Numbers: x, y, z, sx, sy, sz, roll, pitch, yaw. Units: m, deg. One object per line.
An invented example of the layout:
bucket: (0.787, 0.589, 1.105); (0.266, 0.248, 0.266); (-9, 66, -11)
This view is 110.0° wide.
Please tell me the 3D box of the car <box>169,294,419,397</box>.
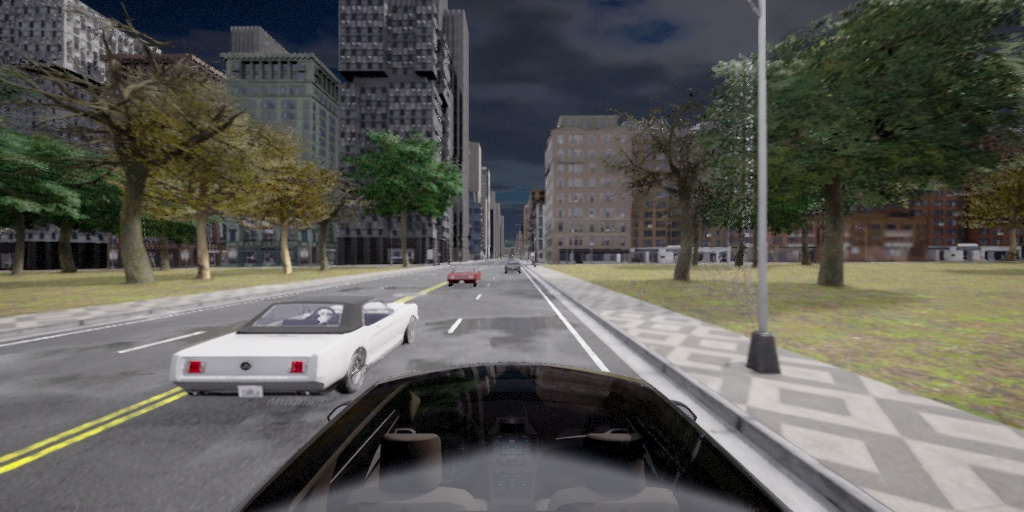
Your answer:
car: (-3.150, 1.351, 6.551); (1.895, 1.301, 4.718); (0, 0, 0)

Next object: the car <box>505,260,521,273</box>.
car: (0.100, 1.257, 43.074); (2.128, 1.511, 4.902); (0, 0, 0)

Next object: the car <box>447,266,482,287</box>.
car: (-3.150, 1.353, 24.655); (1.895, 1.301, 4.718); (0, 0, 0)
